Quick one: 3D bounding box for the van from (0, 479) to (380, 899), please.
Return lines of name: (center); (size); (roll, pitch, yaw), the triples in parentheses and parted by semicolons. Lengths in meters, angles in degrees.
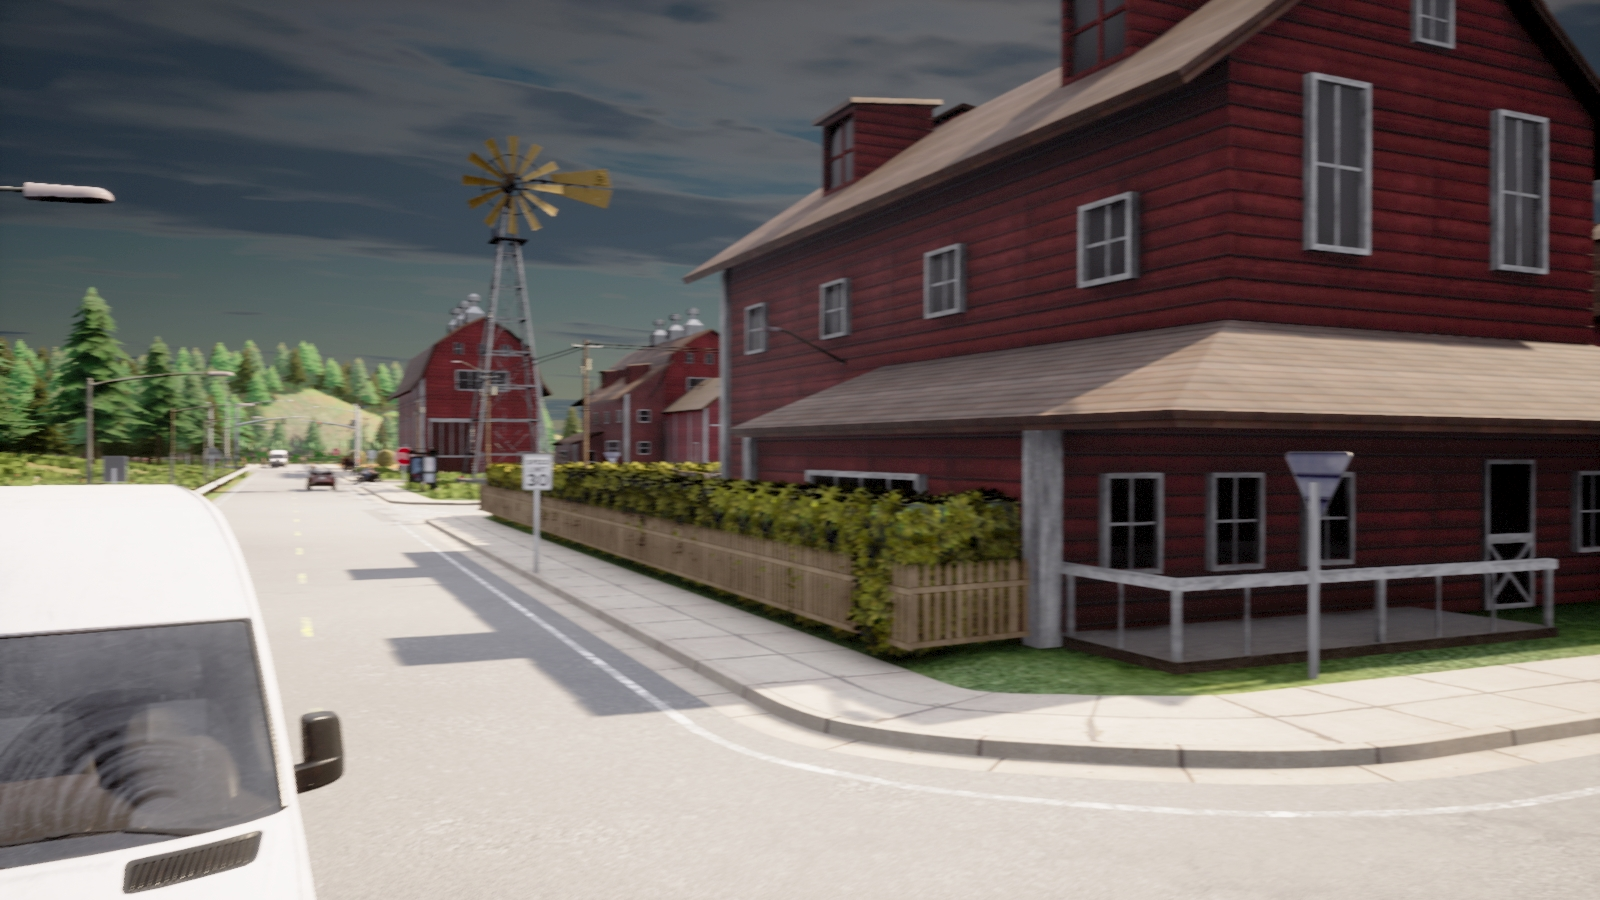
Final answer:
van: (-3.775, 1.506, 5.732); (1.988, 2.561, 5.915); (0, 0, -32)
